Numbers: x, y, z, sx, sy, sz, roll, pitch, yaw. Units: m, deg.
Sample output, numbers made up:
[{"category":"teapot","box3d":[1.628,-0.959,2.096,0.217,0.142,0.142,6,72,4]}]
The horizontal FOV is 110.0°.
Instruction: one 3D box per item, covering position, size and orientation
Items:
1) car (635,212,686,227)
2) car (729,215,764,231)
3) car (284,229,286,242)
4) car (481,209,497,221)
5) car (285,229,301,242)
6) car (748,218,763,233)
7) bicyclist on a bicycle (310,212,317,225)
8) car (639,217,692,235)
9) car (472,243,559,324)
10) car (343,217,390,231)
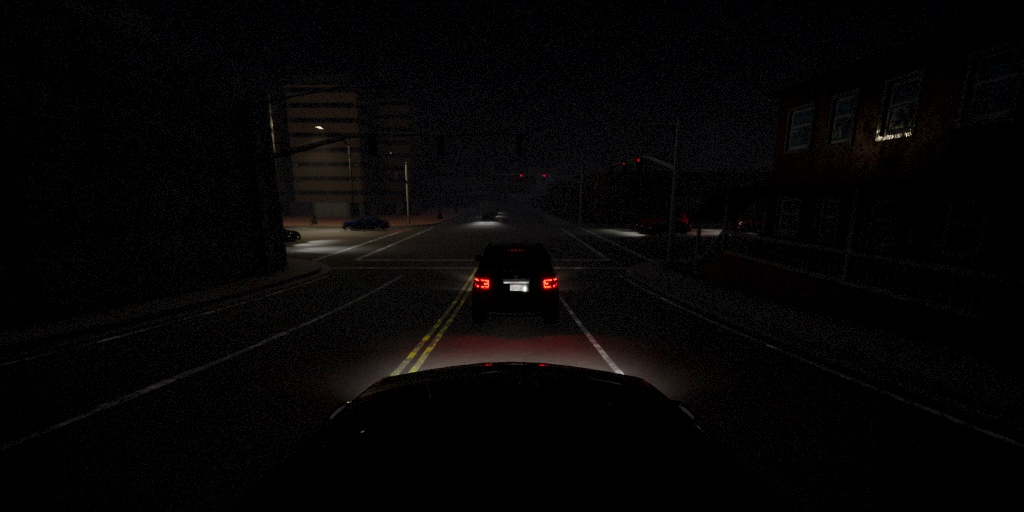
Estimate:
[{"category":"car","box3d":[16.748,-3.871,40.135,5.566,2.045,2.150,0,10,0]},{"category":"car","box3d":[27.029,-3.736,40.151,4.553,1.767,2.097,0,10,0]},{"category":"car","box3d":[-19.925,-1.235,26.182,4.902,1.511,2.128,0,10,0]},{"category":"car","box3d":[-3.758,-6.228,56.124,1.895,1.301,4.718,0,10,0]},{"category":"car","box3d":[-20.121,-1.810,29.627,4.892,1.490,1.837,0,10,0]},{"category":"car","box3d":[27.482,-2.904,36.747,4.718,1.301,1.895,0,10,0]},{"category":"bicyclist on a bicycle","box3d":[-25.401,-4.790,45.849,0.582,1.620,1.656,0,10,0]},{"category":"car","box3d":[15.942,-2.982,36.732,4.674,1.442,1.812,0,10,0]},{"category":"car","box3d":[0.058,0.601,10.749,2.150,2.045,5.566,0,4,-1]},{"category":"car","box3d":[-16.259,-3.619,40.070,5.008,1.535,1.882,0,10,0]}]
